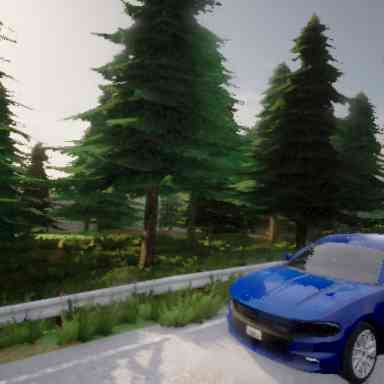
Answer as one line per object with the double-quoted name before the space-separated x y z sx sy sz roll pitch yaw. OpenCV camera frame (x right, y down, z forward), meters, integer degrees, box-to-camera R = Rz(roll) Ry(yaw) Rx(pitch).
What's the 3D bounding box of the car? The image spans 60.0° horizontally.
"car" 2.818 1.485 5.584 5.008 1.535 1.882 0 0 -35
